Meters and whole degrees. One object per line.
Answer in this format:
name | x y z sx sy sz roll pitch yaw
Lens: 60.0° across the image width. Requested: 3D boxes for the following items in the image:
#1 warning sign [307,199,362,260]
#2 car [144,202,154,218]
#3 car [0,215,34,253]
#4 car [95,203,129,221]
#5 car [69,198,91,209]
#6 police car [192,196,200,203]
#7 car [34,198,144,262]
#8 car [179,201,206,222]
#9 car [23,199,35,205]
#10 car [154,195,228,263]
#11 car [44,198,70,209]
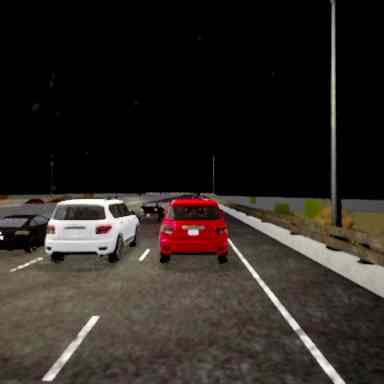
warning sign | 4.559 1.169 10.744 1.300 1.860 1.060 0 0 0
car | -3.418 1.633 28.596 2.128 1.511 4.902 0 0 0
car | -6.921 1.633 13.998 1.994 1.385 4.181 0 0 0
car | -6.915 1.708 29.221 1.994 1.385 4.181 0 0 0
car | -17.545 1.762 52.375 1.837 1.490 4.892 0 0 0
police car | 1.079 1.844 85.859 1.930 1.638 5.238 0 0 0
car | -3.430 1.285 12.472 2.150 2.045 5.566 0 0 0
car | 0.081 1.633 28.569 2.128 1.511 4.902 0 0 0
car | -24.536 1.781 51.875 1.812 1.442 4.674 0 0 1
car | 0.068 1.285 12.420 2.150 2.045 5.566 0 0 0
car | -21.041 1.733 52.035 1.882 1.535 5.008 0 0 0
